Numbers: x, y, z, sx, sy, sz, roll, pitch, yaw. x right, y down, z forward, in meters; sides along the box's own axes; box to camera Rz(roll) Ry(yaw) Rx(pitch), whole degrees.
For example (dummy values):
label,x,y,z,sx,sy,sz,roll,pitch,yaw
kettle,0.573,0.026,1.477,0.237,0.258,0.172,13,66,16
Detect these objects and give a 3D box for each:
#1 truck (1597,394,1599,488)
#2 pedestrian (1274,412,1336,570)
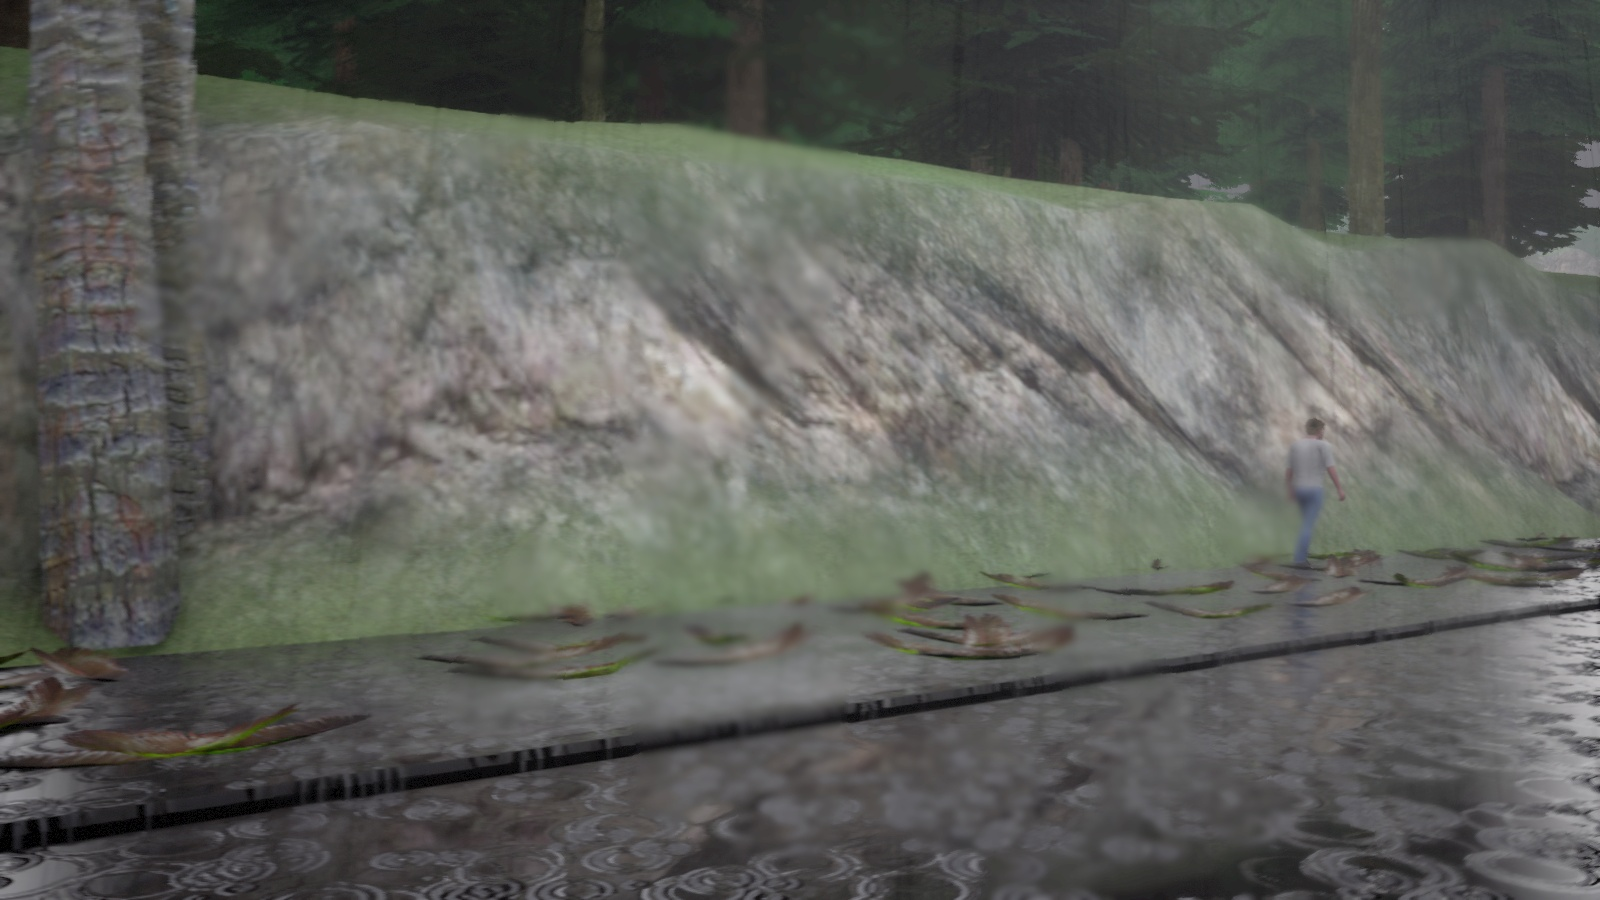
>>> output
label,x,y,z,sx,sy,sz,roll,pitch,yaw
truck,36.359,-0.377,48.909,2.891,3.827,8.468,0,0,-36
pedestrian,5.998,0.472,14.907,0.706,1.836,0.354,0,0,-35
